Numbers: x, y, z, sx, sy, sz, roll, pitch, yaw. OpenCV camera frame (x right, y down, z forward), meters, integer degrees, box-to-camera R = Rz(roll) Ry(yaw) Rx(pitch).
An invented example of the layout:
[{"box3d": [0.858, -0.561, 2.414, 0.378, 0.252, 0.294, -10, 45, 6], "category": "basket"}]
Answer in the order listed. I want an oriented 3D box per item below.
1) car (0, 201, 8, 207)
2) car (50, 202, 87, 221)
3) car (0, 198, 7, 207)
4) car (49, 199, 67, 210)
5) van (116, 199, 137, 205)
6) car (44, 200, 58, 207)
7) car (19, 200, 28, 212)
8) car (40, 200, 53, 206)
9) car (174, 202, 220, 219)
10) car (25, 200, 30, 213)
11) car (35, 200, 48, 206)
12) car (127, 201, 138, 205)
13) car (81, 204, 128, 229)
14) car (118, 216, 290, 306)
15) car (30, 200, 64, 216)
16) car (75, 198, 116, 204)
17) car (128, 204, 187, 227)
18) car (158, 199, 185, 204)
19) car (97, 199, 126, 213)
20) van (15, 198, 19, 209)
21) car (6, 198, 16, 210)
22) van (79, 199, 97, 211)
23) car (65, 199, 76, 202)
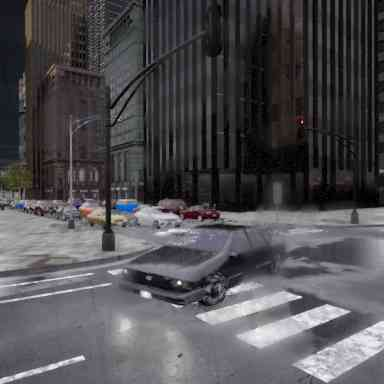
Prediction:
[{"box3d": [-44.384, 2.771, 78.056, 1.802, 1.307, 4.206, -1, 0, -35], "category": "car"}, {"box3d": [-12.030, 2.004, 32.485, 2.008, 1.369, 4.403, -1, 0, -35], "category": "car"}, {"box3d": [-41.273, 2.667, 73.672, 1.887, 1.381, 4.507, -1, 0, -35], "category": "car"}, {"box3d": [-24.054, 2.171, 59.569, 2.097, 1.767, 4.553, 0, -1, -35], "category": "car"}, {"box3d": [-8.240, 1.833, 41.899, 1.690, 1.788, 3.998, -1, 0, -35], "category": "van"}, {"box3d": [-31.714, 2.596, 74.936, 1.947, 1.339, 4.313, -1, 0, -35], "category": "car"}, {"box3d": [-23.346, 2.157, 48.420, 1.967, 1.590, 4.097, -1, 0, -35], "category": "car"}, {"box3d": [-34.726, 2.661, 79.178, 1.947, 1.339, 4.313, -1, 0, -35], "category": "car"}, {"box3d": [0.586, 1.829, 29.445, 1.887, 1.381, 4.507, -1, 0, -35], "category": "car"}, {"box3d": [-20.516, 2.196, 44.436, 1.887, 1.381, 4.507, -1, 0, -35], "category": "car"}, {"box3d": [-37.737, 2.711, 83.420, 2.008, 1.369, 4.403, -1, 0, -35], "category": "car"}, {"box3d": [-5.294, 2.005, 37.748, 1.802, 1.307, 4.206, -1, 0, -35], "category": "car"}, {"box3d": [-6.276, 1.844, 24.379, 1.752, 1.417, 4.829, -1, 0, -35], "category": "car"}, {"box3d": [0.736, 1.545, 8.392, 2.033, 1.411, 5.357, 0, 0, 37], "category": "car"}, {"box3d": [-17.693, 1.901, 40.453, 2.192, 1.841, 5.009, -1, 0, -35], "category": "car"}, {"box3d": [-10.017, 1.798, 34.270, 2.097, 1.767, 4.553, 0, -1, -35], "category": "car"}, {"box3d": [-2.582, 1.797, 23.789, 1.812, 1.442, 4.674, 0, -1, -35], "category": "car"}, {"box3d": [-2.360, 1.669, 33.597, 2.192, 1.841, 5.009, -1, 0, -35], "category": "car"}, {"box3d": [-11.180, 1.876, 46.051, 2.192, 1.841, 5.009, -1, 0, -35], "category": "car"}, {"box3d": [-26.177, 2.123, 52.404, 1.690, 1.788, 3.998, -1, 0, -35], "category": "van"}, {"box3d": [-31.935, 2.354, 60.517, 1.967, 1.590, 4.097, -1, 0, -35], "category": "car"}, {"box3d": [-17.060, 2.038, 54.353, 1.690, 1.788, 3.998, -1, 0, -35], "category": "van"}, {"box3d": [-17.442, 2.112, 44.779, 2.128, 1.511, 4.902, 0, -1, -35], "category": "car"}]
